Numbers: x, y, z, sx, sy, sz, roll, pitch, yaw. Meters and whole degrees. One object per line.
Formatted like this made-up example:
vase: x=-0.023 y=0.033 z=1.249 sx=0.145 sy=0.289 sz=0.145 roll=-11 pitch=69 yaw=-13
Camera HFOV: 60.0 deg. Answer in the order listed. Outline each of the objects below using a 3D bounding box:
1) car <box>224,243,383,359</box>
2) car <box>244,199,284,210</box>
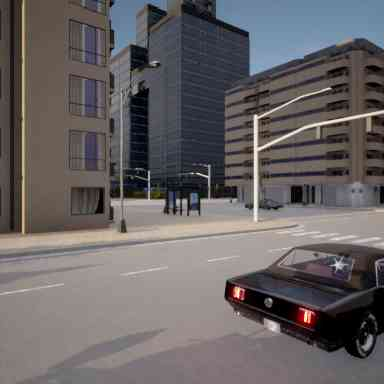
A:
car: x=2.922 y=1.601 z=6.009 sx=4.718 sy=1.301 sz=1.895 roll=0 pitch=0 yaw=-36
car: x=9.269 y=1.603 z=43.088 sx=2.033 sy=1.411 sz=5.357 roll=0 pitch=0 yaw=-38
